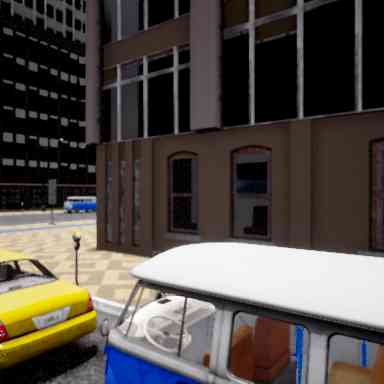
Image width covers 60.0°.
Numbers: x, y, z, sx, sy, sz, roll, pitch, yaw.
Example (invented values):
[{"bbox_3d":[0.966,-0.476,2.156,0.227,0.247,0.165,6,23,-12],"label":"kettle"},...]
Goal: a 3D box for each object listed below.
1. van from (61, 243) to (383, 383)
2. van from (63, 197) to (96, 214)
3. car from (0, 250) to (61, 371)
[{"bbox_3d":[1.145,1.341,2.057,3.998,1.788,1.690,0,0,35],"label":"van"},{"bbox_3d":[-12.357,1.435,37.257,1.690,1.788,3.998,0,0,36],"label":"van"},{"bbox_3d":[-3.610,1.520,5.439,4.829,1.417,1.752,0,0,35],"label":"car"}]
